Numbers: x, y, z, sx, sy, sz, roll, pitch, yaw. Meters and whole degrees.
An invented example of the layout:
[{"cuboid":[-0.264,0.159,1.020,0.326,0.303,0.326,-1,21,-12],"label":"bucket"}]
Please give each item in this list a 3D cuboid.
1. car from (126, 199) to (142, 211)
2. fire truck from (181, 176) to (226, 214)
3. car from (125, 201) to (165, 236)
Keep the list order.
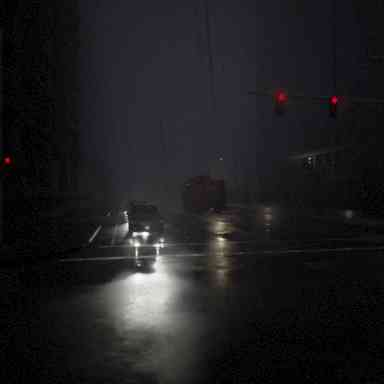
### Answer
[{"cuboid":[-7.310,1.601,41.819,1.895,1.301,4.718,0,0,-11],"label":"car"},{"cuboid":[1.087,0.342,36.129,2.891,3.827,8.468,0,0,-11],"label":"fire truck"},{"cuboid":[-2.659,1.492,18.745,2.128,1.511,4.902,0,0,-11],"label":"car"}]
